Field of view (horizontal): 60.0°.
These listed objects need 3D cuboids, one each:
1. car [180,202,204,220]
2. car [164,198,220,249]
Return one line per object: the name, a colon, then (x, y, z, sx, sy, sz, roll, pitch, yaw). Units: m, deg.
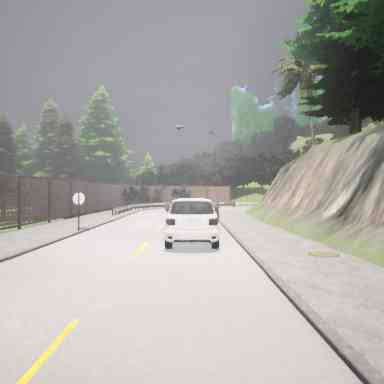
car: (0.000, 1.616, 29.680, 1.895, 1.301, 4.718, 0, 0, 0)
car: (0.000, 1.258, 14.680, 2.150, 2.045, 5.566, 0, 0, 0)
